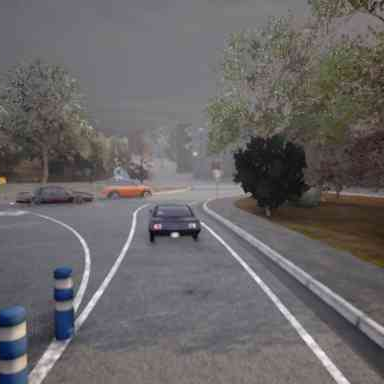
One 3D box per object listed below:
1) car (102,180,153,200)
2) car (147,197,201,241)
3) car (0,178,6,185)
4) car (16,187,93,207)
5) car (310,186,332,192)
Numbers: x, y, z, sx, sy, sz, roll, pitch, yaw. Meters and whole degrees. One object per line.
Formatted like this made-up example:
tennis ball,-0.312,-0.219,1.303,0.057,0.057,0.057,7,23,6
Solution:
car,-5.942,-0.294,30.867,4.553,1.767,2.097,-2,4,-29
car,-0.854,1.102,13.878,1.895,1.301,4.718,-1,3,-7
car,-32.283,-1.794,52.973,1.882,1.535,5.008,2,4,26
car,-10.332,0.297,25.313,5.357,1.411,2.033,-1,4,-14
car,14.946,-0.632,41.659,4.718,1.301,1.895,3,4,-4
